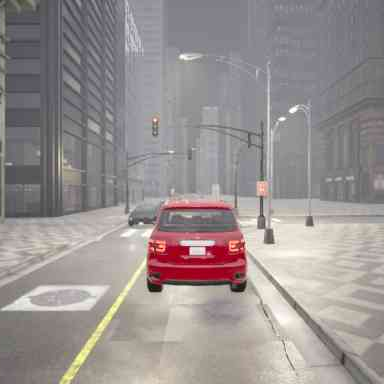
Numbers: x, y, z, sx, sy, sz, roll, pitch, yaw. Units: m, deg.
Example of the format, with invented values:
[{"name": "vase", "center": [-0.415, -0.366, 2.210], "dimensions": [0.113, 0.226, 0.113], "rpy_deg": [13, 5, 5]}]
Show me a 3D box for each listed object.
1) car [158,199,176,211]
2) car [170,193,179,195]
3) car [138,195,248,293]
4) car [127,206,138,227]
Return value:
[{"name": "car", "center": [-3.108, 1.567, 41.776], "dimensions": [1.994, 1.385, 4.181], "rpy_deg": [0, 0, 0]}, {"name": "car", "center": [-3.102, 1.225, 58.618], "dimensions": [2.150, 2.045, 5.566], "rpy_deg": [0, 1, 0]}, {"name": "car", "center": [0.099, 1.221, 9.031], "dimensions": [2.150, 2.045, 5.566], "rpy_deg": [0, 0, 0]}, {"name": "car", "center": [-3.112, 1.542, 23.008], "dimensions": [2.033, 1.411, 5.357], "rpy_deg": [0, 0, 0]}]
